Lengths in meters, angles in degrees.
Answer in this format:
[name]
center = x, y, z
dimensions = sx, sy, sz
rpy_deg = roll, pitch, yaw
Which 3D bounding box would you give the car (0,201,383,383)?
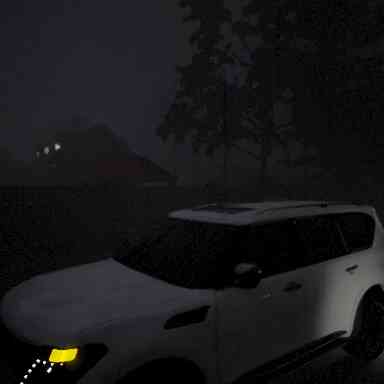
[car]
center = 0.527, 1.185, 4.331
dimensions = 5.566, 2.045, 2.150
rpy_deg = -1, 1, -35
